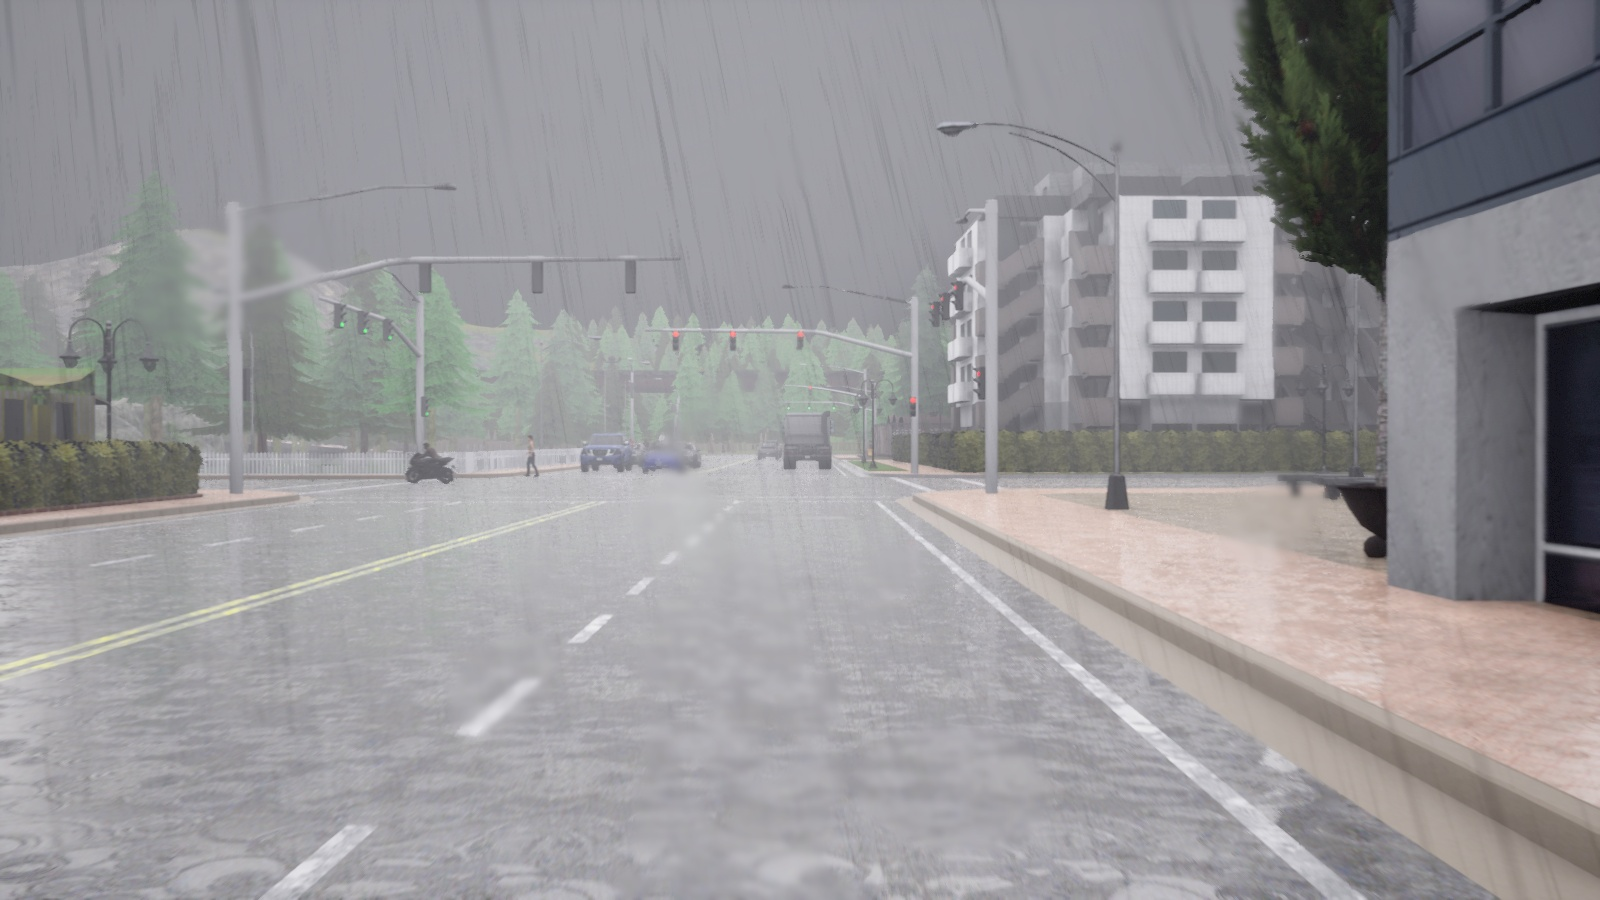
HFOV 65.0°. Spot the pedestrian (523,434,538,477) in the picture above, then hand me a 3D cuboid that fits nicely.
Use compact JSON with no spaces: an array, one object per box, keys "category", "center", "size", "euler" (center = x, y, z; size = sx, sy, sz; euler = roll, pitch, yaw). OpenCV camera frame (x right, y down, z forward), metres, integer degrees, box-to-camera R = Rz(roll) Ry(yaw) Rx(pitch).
[{"category":"pedestrian","center":[-11.692,0.229,54.448],"size":[0.594,1.836,0.345],"euler":[0,0,3]}]

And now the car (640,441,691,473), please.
[{"category":"car","center":[-6.631,0.337,62.306],"size":[2.007,1.525,4.514],"euler":[0,0,0]}]

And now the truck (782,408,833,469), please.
[{"category":"truck","center":[0.440,-0.656,74.730],"size":[2.891,3.462,7.936],"euler":[0,0,0]}]

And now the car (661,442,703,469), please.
[{"category":"car","center":[-6.583,0.308,70.685],"size":[1.970,1.475,3.806],"euler":[0,0,1]}]

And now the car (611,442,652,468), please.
[{"category":"car","center":[-10.059,0.280,75.220],"size":[1.970,1.475,3.806],"euler":[0,0,0]}]

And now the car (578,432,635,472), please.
[{"category":"car","center":[-10.111,0.085,66.094],"size":[2.150,2.045,5.566],"euler":[0,0,0]}]

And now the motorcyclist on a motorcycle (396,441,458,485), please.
[{"category":"motorcyclist on a motorcycle","center":[-13.499,0.461,45.468],"size":[2.044,1.523,0.797],"euler":[0,2,17]}]
